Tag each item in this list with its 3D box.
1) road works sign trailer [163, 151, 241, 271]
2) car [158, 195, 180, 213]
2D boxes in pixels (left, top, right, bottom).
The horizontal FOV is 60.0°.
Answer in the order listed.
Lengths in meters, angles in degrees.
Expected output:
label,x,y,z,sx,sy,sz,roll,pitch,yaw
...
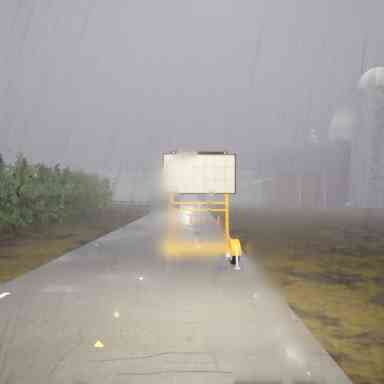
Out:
label,x,y,z,sx,sy,sz,roll,pitch,yaw
road works sign trailer,0.231,0.470,11.005,2.380,3.560,2.880,0,0,-4
car,-2.601,1.343,38.754,2.150,2.045,5.566,0,0,0
